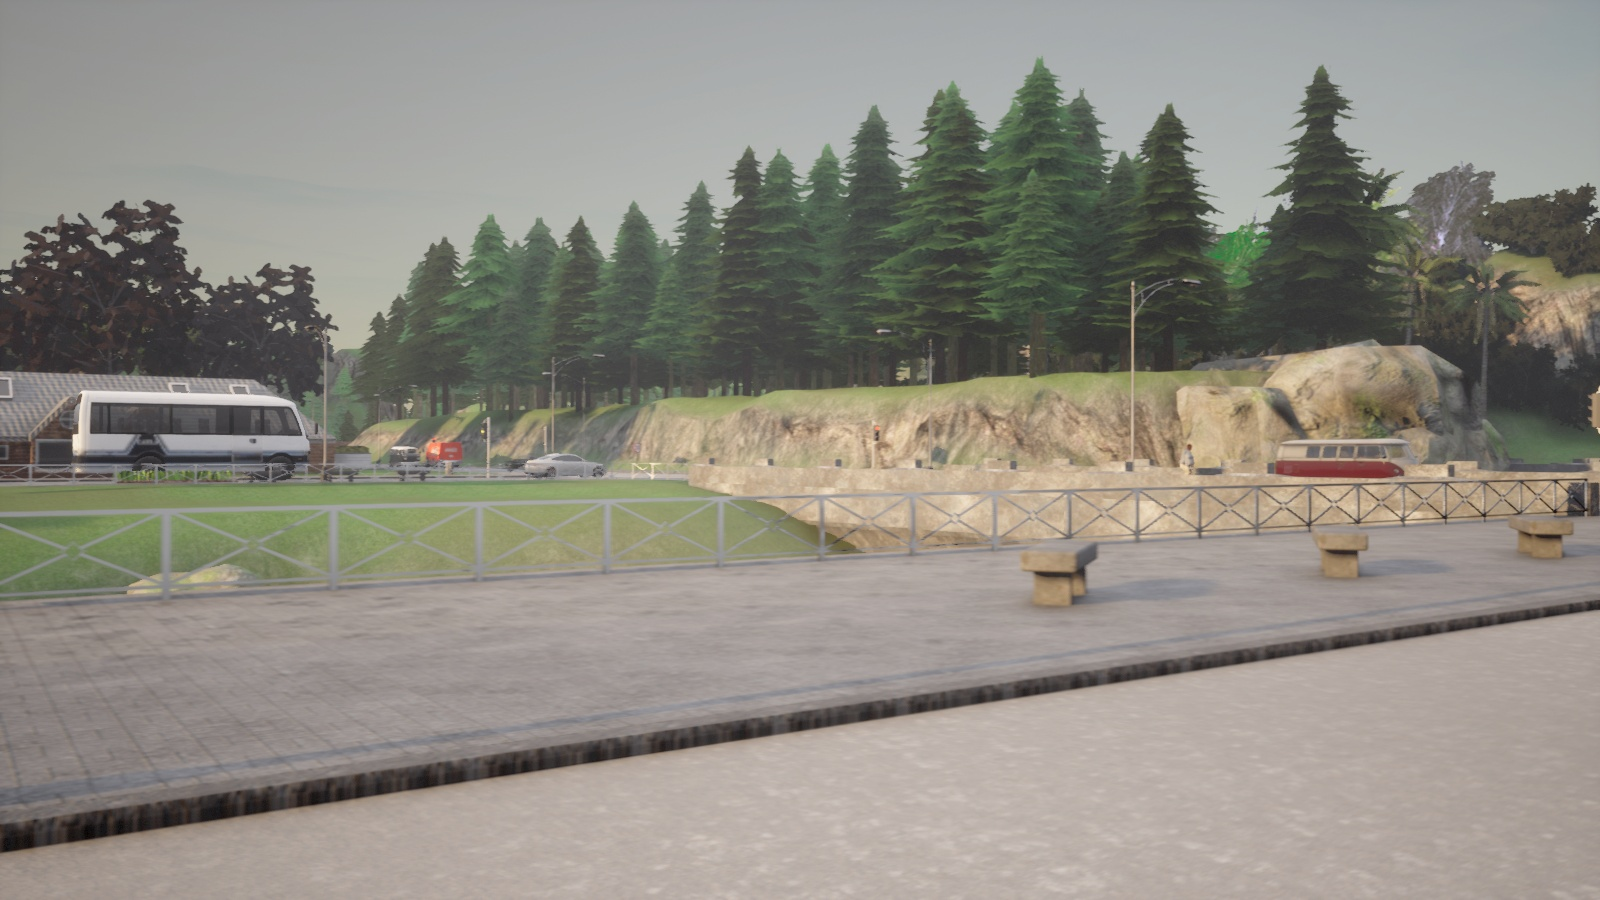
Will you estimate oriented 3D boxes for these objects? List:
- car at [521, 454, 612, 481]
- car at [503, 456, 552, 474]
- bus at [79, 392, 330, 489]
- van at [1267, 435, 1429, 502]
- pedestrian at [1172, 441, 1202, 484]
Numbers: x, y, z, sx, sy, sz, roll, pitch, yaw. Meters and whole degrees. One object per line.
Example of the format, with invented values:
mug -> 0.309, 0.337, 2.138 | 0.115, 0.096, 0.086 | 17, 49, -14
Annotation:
car -> -13.034, 0.971, 70.338 | 4.674, 1.442, 1.812 | 0, 0, -36
car -> -20.475, 1.120, 94.282 | 1.895, 1.301, 4.718 | 0, 0, -35
bus -> -28.213, -0.425, 59.750 | 10.273, 4.253, 3.944 | 0, 0, -35
van -> 17.340, 0.559, 39.910 | 1.775, 1.987, 4.442 | 0, 0, -35
pedestrian -> 16.770, 0.553, 54.458 | 0.874, 1.855, 0.900 | 0, 0, -34
